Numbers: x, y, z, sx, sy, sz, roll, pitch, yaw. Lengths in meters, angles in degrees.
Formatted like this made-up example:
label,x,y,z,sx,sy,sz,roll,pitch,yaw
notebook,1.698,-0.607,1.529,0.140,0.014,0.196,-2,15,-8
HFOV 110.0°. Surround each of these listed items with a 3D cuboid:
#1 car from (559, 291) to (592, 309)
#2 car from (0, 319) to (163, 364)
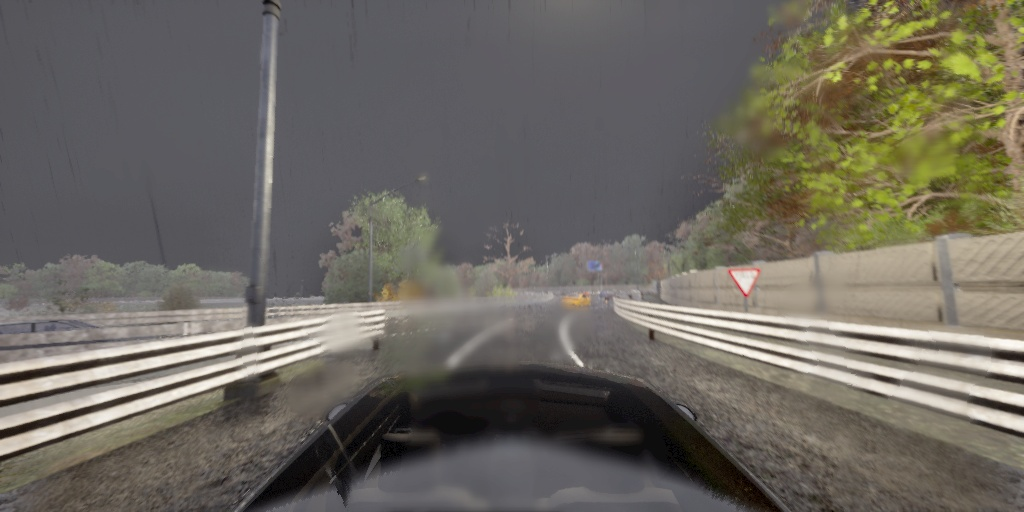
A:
label,x,y,z,sx,sy,sz,roll,pitch,yaw
car,7.124,4.807,38.550,1.882,1.535,5.008,-4,-6,28
car,-14.243,2.650,10.935,5.357,1.411,2.033,4,-8,-44
